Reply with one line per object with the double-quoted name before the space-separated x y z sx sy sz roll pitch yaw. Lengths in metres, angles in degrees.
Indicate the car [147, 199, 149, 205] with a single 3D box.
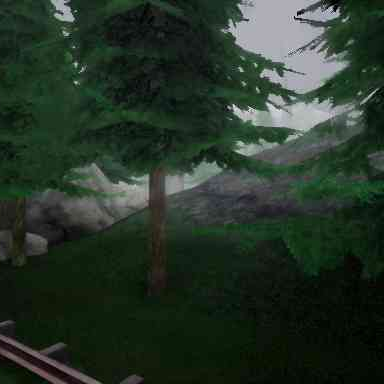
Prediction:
"car" -6.135 1.510 38.549 1.812 1.442 4.674 0 0 37
